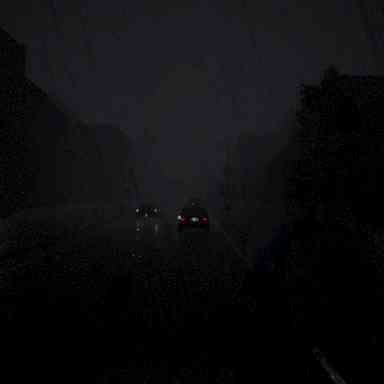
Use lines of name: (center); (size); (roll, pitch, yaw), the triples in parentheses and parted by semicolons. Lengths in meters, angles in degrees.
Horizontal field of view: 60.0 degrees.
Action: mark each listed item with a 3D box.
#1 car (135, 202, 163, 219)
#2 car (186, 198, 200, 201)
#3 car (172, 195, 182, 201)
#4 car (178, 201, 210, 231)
car: (-3.598, 1.530, 28.456); (1.895, 1.301, 4.718); (0, 0, 0)
car: (0.100, 1.432, 43.288); (1.994, 1.385, 4.181); (0, 0, 0)
car: (-3.027, 1.253, 69.104); (1.994, 1.385, 4.181); (0, 0, 1)
car: (0.100, 1.512, 20.227); (2.033, 1.411, 5.357); (0, 0, 0)
